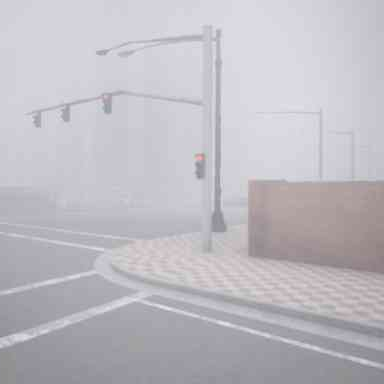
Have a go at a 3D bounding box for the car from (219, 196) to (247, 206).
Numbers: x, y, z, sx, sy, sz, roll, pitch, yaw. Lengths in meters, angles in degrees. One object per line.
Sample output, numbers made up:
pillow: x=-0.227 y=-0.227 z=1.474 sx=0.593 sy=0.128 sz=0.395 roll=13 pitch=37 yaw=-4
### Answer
car: x=6.506 y=1.391 z=52.788 sx=2.033 sy=1.411 sz=5.357 roll=0 pitch=0 yaw=36

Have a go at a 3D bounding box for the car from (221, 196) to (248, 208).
car: x=6.308 y=1.342 z=46.594 sx=1.882 sy=1.535 sz=5.008 roll=0 pitch=0 yaw=36
